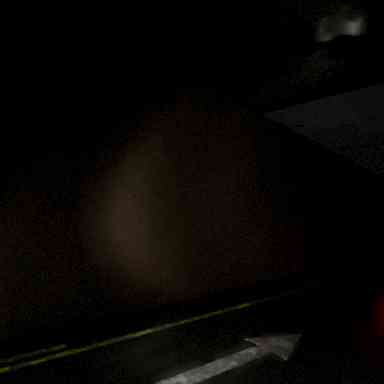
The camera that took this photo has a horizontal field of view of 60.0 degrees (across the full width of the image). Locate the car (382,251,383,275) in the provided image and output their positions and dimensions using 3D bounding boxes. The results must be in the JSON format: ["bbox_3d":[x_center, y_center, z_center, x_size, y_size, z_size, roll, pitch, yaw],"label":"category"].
[{"bbox_3d":[7.027,1.400,8.768,4.553,1.767,2.097,0,0,-35],"label":"car"}]
